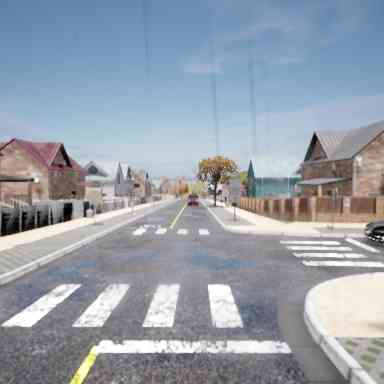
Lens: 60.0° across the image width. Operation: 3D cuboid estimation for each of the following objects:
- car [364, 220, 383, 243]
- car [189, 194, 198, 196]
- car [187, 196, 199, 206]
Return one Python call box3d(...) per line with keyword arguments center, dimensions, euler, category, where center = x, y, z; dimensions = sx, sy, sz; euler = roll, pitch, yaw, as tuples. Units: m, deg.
box3d(center=(9.725, 1.481, 13.584), dimensions=(4.892, 1.490, 1.837), euler=(1, 2, 6), category="car")
box3d(center=(0.227, 1.386, 66.436), dimensions=(2.150, 2.045, 5.566), euler=(0, 0, 0), category="car")
box3d(center=(0.193, 1.706, 56.414), dimensions=(1.895, 1.301, 4.718), euler=(0, 0, 0), category="car")
